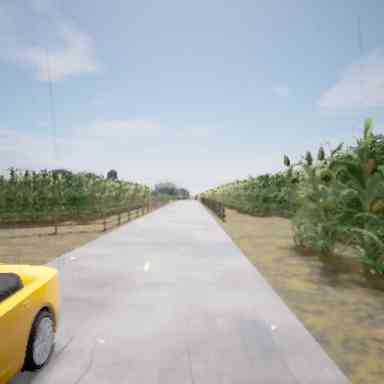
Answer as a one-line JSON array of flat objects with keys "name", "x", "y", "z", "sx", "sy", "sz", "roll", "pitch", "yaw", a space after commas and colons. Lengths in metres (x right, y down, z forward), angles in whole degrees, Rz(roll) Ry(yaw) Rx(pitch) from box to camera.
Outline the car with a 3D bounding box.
[{"name": "car", "x": -2.839, "y": 1.483, "z": 2.832, "sx": 1.882, "sy": 1.535, "sz": 5.008, "roll": 0, "pitch": 0, "yaw": 0}]
